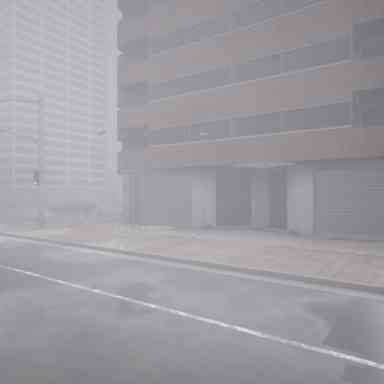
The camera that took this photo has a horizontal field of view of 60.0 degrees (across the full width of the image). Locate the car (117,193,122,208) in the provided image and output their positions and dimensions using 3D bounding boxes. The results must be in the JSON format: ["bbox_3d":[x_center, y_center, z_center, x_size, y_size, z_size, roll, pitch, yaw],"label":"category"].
[{"bbox_3d":[-7.314,1.352,44.640,2.097,1.767,4.553,0,0,35],"label":"car"}]

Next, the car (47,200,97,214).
[{"bbox_3d":[-13.011,1.547,36.519,2.033,1.411,5.357,0,0,35],"label":"car"}]
